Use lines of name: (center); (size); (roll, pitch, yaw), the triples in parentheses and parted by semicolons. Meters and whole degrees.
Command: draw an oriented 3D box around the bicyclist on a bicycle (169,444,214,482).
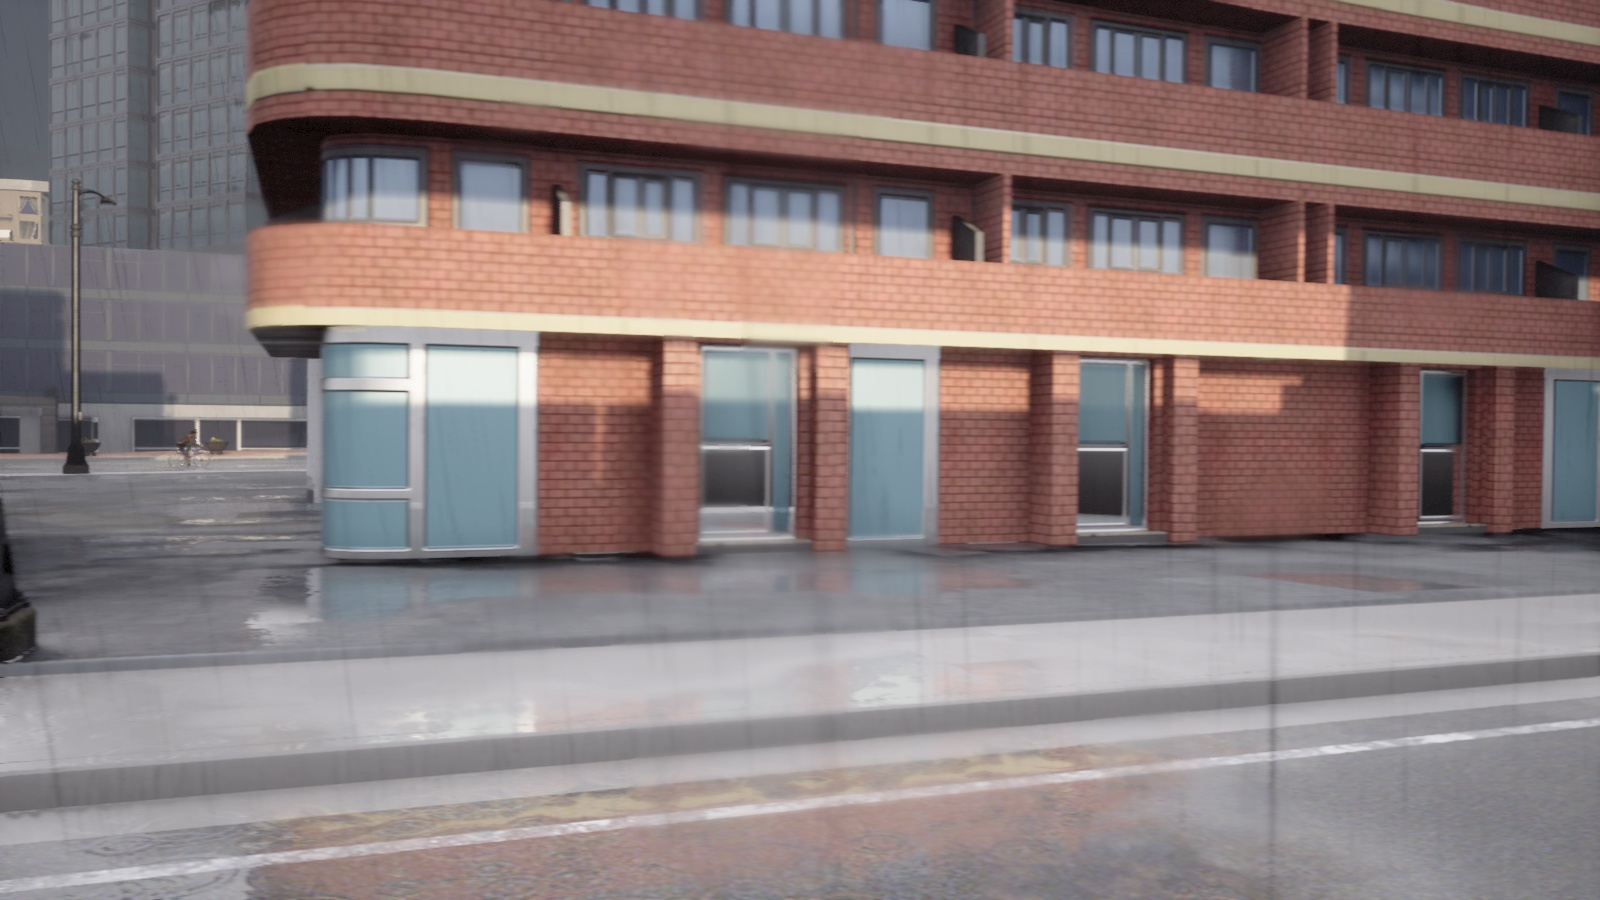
bicyclist on a bicycle: (-26.270, 0.553, 54.259); (1.656, 1.620, 0.582); (-2, 1, -21)
